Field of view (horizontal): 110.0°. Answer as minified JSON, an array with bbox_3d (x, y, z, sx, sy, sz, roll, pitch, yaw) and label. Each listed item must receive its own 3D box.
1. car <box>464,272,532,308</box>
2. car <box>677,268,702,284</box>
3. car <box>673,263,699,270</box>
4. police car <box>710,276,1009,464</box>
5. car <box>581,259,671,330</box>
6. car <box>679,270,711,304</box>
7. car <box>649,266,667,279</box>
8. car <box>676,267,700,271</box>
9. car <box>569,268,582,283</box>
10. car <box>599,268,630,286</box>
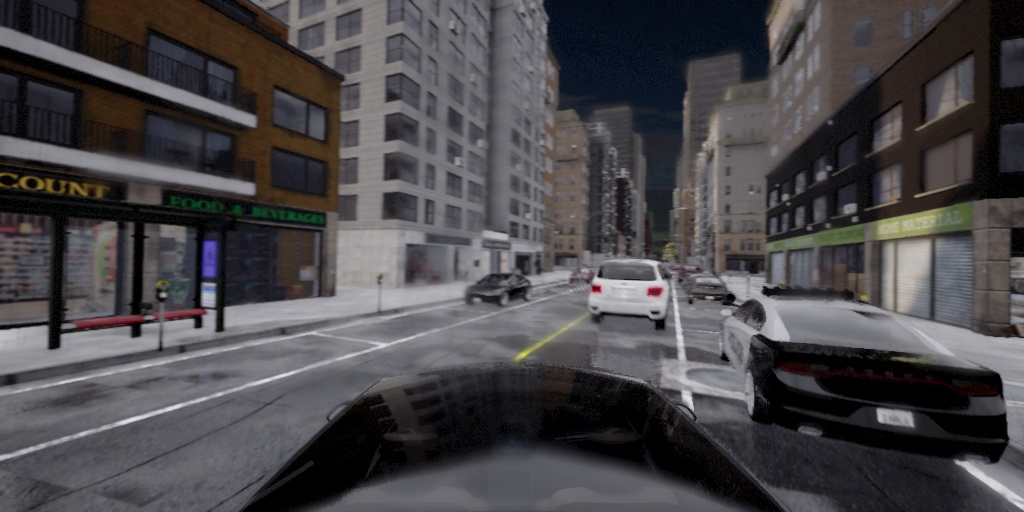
[{"bbox_3d":[-0.489,1.418,16.109,1.948,1.339,4.313,0,0,24],"label":"car"},{"bbox_3d":[11.770,1.713,22.788,2.007,1.370,4.403,0,0,24],"label":"car"},{"bbox_3d":[16.225,1.651,32.895,2.192,1.841,5.009,0,0,24],"label":"car"},{"bbox_3d":[4.518,1.300,5.617,1.930,1.638,5.238,1,0,24],"label":"police car"},{"bbox_3d":[4.153,1.142,12.298,2.150,2.045,5.566,1,0,24],"label":"car"},{"bbox_3d":[9.543,1.627,17.734,2.007,1.370,4.403,0,0,24],"label":"car"},{"bbox_3d":[17.612,1.946,43.093,1.837,1.490,4.892,1,-2,24],"label":"car"},{"bbox_3d":[13.998,1.815,27.841,1.948,1.339,4.313,0,0,24],"label":"car"},{"bbox_3d":[6.195,1.694,31.275,1.802,1.307,4.207,0,0,24],"label":"car"},{"bbox_3d":[9.017,1.772,31.256,1.895,1.301,4.718,1,0,24],"label":"car"}]
